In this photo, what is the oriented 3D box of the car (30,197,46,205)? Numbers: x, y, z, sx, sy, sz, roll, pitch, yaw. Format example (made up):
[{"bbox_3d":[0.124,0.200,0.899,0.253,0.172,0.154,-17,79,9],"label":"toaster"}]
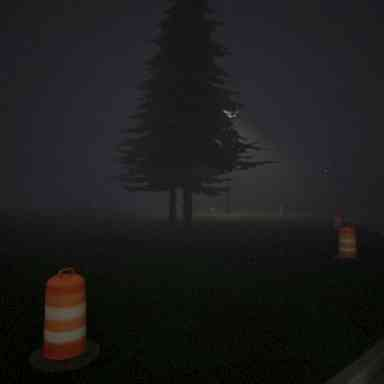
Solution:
[{"bbox_3d":[-32.336,1.774,66.495,5.008,1.535,1.882,0,-1,26],"label":"car"}]

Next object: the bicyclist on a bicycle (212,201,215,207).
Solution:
[{"bbox_3d":[3.970,1.886,60.873,0.582,1.620,1.656,0,0,26],"label":"bicyclist on a bicycle"}]

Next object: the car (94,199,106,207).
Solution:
[{"bbox_3d":[-18.358,2.067,59.576,4.718,1.301,1.895,0,-1,26],"label":"car"}]

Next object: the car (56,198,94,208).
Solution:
[{"bbox_3d":[-19.806,1.977,56.387,5.357,1.411,2.033,0,-1,26],"label":"car"}]

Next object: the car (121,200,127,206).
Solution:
[{"bbox_3d":[-15.253,2.140,65.849,4.718,1.301,1.895,0,-1,26],"label":"car"}]

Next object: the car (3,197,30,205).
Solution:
[{"bbox_3d":[-33.888,1.760,63.358,4.892,1.490,1.837,0,-1,26],"label":"car"}]

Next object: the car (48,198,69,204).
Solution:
[{"bbox_3d":[-29.231,1.922,72.768,4.181,1.385,1.994,0,-1,26],"label":"car"}]

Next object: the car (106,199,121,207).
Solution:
[{"bbox_3d":[-16.701,2.050,62.660,5.357,1.411,2.033,0,-1,26],"label":"car"}]

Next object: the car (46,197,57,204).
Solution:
[{"bbox_3d":[-30.783,1.833,69.632,4.892,1.490,1.837,0,-1,26],"label":"car"}]
